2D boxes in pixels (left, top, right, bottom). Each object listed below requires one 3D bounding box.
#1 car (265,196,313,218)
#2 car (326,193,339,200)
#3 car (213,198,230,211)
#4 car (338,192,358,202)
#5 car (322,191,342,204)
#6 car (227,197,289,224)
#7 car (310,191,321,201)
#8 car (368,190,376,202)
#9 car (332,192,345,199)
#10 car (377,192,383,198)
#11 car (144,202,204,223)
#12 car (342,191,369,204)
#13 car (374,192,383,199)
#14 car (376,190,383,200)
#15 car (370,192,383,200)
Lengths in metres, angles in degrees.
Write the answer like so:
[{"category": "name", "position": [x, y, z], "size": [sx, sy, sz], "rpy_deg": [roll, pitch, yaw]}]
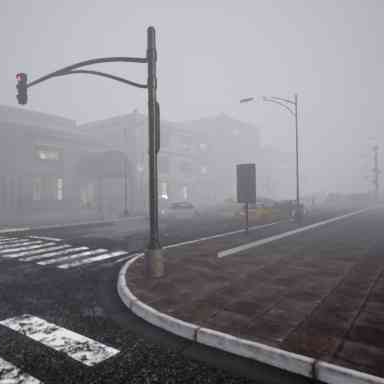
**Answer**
[{"category": "car", "position": [7.599, 1.217, 26.146], "size": [2.008, 1.369, 4.403], "rpy_deg": [-1, 0, 36]}, {"category": "car", "position": [30.143, 0.935, 71.333], "size": [1.802, 1.307, 4.206], "rpy_deg": [-1, 0, 36]}, {"category": "car", "position": [3.985, 1.290, 35.415], "size": [1.752, 1.417, 4.829], "rpy_deg": [-1, 0, 36]}, {"category": "car", "position": [26.651, 0.869, 56.728], "size": [2.128, 1.511, 4.902], "rpy_deg": [-1, 0, 36]}, {"category": "car", "position": [21.414, 0.811, 49.532], "size": [2.097, 1.767, 4.553], "rpy_deg": [-1, 0, 36]}, {"category": "car", "position": [4.441, 1.242, 21.811], "size": [1.752, 1.417, 4.829], "rpy_deg": [-1, 0, 36]}, {"category": "car", "position": [16.638, 0.863, 48.241], "size": [1.895, 1.301, 4.718], "rpy_deg": [-1, 0, 36]}, {"category": "car", "position": [27.053, 0.860, 52.098], "size": [1.837, 1.490, 4.892], "rpy_deg": [-1, 0, 36]}, {"category": "car", "position": [33.399, 0.743, 75.805], "size": [1.967, 1.590, 4.097], "rpy_deg": [-1, 0, 36]}, {"category": "car", "position": [43.254, 0.652, 75.091], "size": [1.887, 1.381, 4.507], "rpy_deg": [-1, 0, 36]}, {"category": "car", "position": [-1.209, 1.435, 23.896], "size": [1.895, 1.301, 4.718], "rpy_deg": [-1, 0, 36]}, {"category": "car", "position": [22.927, 0.898, 46.443], "size": [1.882, 1.535, 5.008], "rpy_deg": [-1, 0, 36]}, {"category": "car", "position": [40.171, 0.721, 70.871], "size": [1.947, 1.339, 4.313], "rpy_deg": [-1, 0, 36]}, {"category": "car", "position": [33.654, 0.570, 61.925], "size": [2.192, 1.841, 5.009], "rpy_deg": [-1, 0, 36]}, {"category": "car", "position": [36.914, 0.771, 66.398], "size": [1.947, 1.339, 4.313], "rpy_deg": [-1, 0, 36]}]
